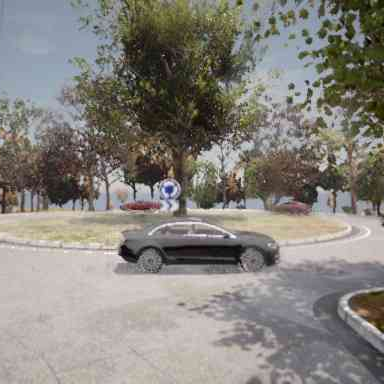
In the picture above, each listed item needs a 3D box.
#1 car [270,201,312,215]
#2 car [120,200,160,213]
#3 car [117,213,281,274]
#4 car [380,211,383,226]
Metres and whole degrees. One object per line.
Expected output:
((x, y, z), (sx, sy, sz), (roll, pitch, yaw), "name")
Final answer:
((10.768, 1.754, 36.408), (1.812, 1.442, 4.674), (1, 0, -37), "car")
((-6.388, 1.738, 41.420), (5.008, 1.535, 1.882), (0, -1, -13), "car")
((0.193, 1.556, 10.224), (4.902, 1.511, 2.128), (0, 0, -2), "car")
((13.856, 1.487, 21.526), (2.097, 1.767, 4.553), (0, 0, 16), "car")
